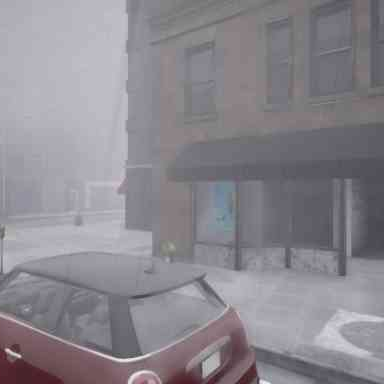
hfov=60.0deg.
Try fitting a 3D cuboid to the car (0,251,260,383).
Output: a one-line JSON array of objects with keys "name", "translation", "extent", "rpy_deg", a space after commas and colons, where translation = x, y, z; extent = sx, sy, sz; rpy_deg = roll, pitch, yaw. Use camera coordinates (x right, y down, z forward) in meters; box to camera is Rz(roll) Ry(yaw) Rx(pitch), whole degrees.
[{"name": "car", "translation": [-1.418, 1.440, 3.863], "extent": [4.097, 1.590, 1.967], "rpy_deg": [0, 0, 36]}]
